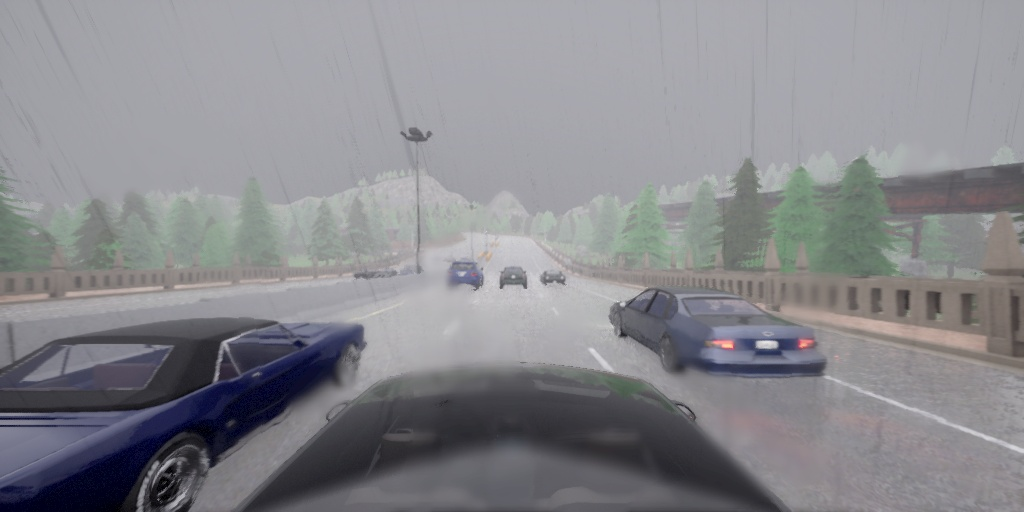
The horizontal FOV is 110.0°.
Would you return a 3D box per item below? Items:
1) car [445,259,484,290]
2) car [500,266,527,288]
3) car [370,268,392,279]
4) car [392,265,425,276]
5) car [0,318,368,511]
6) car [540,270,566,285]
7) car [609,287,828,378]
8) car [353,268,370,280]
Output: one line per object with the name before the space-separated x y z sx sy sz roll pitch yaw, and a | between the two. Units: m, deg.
car | -3.392 1.442 26.980 2.150 2.045 5.566 0 -1 0
car | 0.109 1.620 29.156 2.097 1.767 4.553 0 -1 0
car | -14.069 2.074 40.744 1.994 1.385 4.181 0 -1 0
car | -10.572 1.798 37.725 2.097 1.767 4.553 0 -1 0
car | -3.400 1.356 4.033 1.895 1.301 4.718 0 -1 0
car | 3.610 1.937 32.500 1.895 1.301 4.718 0 -1 0
car | 3.600 1.353 7.576 2.033 1.411 5.357 0 -1 0
car | -17.562 2.178 43.910 1.895 1.301 4.718 0 -1 0
